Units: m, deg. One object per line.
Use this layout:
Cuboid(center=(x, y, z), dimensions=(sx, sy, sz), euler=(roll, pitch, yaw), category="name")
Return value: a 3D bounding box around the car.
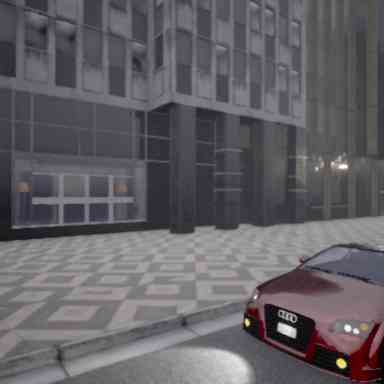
Cuboid(center=(2.816, 1.570, 5.386), dimensions=(4.181, 1.385, 1.994), euler=(0, 0, -36), category="car")
